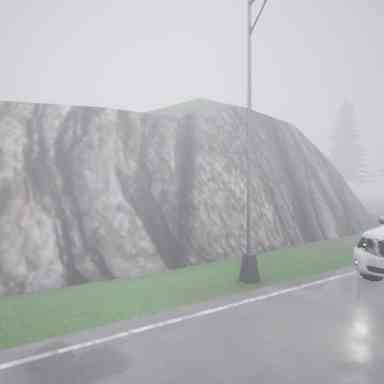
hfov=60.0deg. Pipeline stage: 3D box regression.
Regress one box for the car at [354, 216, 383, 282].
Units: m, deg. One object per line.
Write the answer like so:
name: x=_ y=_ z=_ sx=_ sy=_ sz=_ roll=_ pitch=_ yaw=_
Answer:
car: x=6.483 y=1.211 z=8.602 sx=5.566 sy=2.045 sz=2.150 roll=0 pitch=0 yaw=-36
